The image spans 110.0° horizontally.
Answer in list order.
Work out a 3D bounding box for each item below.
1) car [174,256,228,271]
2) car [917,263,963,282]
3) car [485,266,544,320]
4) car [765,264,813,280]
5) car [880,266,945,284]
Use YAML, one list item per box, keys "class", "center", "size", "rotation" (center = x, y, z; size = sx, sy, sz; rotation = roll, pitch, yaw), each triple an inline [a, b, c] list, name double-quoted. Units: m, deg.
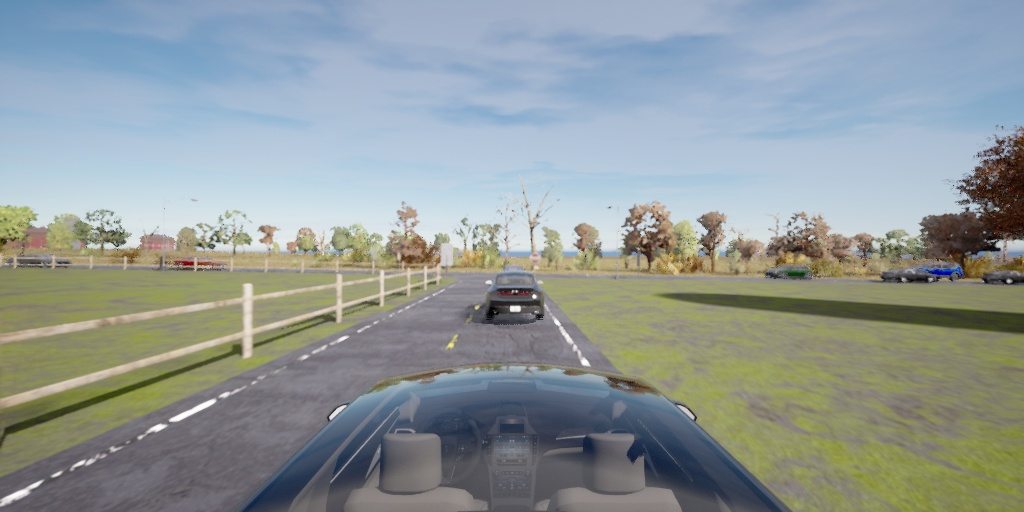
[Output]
- class: "car"
  center: [-33.922, 0.759, 39.239]
  size: [5.008, 1.535, 1.882]
  rotation: [1, 1, 0]
- class: "car"
  center: [49.075, 1.790, 41.924]
  size: [5.566, 2.045, 2.150]
  rotation: [1, 1, 0]
- class: "car"
  center: [0.097, 1.292, 12.859]
  size: [1.837, 1.490, 4.892]
  rotation: [0, 0, 0]
- class: "car"
  center: [32.384, 1.821, 42.049]
  size: [4.553, 1.767, 2.097]
  rotation: [1, 1, 0]
- class: "car"
  center: [43.243, 2.184, 39.151]
  size: [4.902, 1.511, 2.128]
  rotation: [1, 1, 0]
